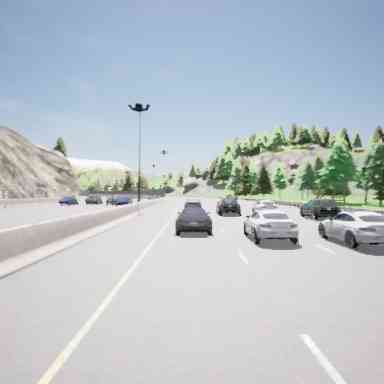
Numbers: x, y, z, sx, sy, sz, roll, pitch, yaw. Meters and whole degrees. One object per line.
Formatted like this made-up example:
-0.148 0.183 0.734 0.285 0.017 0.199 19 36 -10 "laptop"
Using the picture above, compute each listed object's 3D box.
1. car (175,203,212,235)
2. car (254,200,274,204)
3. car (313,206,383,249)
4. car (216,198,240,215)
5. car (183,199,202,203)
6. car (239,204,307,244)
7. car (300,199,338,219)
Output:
0.100 1.563 18.891 1.994 1.385 4.181 0 0 0 "car"
7.102 1.523 32.464 1.812 1.442 4.674 0 0 0 "car"
7.100 1.524 14.348 1.812 1.442 4.674 0 0 0 "car"
3.602 1.349 33.447 2.097 1.767 4.553 0 0 0 "car"
0.103 1.489 36.395 2.128 1.511 4.902 0 0 0 "car"
3.601 1.524 15.680 1.812 1.442 4.674 0 0 0 "car"
10.602 1.350 27.856 2.097 1.767 4.553 0 0 0 "car"
